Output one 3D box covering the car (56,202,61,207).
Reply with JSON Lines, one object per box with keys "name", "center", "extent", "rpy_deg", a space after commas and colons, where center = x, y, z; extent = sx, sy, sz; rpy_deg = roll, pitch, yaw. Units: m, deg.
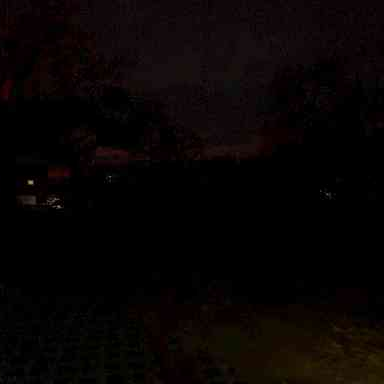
{"name": "car", "center": [-16.557, 1.430, 46.644], "extent": [5.008, 1.535, 1.882], "rpy_deg": [0, 0, -19]}
